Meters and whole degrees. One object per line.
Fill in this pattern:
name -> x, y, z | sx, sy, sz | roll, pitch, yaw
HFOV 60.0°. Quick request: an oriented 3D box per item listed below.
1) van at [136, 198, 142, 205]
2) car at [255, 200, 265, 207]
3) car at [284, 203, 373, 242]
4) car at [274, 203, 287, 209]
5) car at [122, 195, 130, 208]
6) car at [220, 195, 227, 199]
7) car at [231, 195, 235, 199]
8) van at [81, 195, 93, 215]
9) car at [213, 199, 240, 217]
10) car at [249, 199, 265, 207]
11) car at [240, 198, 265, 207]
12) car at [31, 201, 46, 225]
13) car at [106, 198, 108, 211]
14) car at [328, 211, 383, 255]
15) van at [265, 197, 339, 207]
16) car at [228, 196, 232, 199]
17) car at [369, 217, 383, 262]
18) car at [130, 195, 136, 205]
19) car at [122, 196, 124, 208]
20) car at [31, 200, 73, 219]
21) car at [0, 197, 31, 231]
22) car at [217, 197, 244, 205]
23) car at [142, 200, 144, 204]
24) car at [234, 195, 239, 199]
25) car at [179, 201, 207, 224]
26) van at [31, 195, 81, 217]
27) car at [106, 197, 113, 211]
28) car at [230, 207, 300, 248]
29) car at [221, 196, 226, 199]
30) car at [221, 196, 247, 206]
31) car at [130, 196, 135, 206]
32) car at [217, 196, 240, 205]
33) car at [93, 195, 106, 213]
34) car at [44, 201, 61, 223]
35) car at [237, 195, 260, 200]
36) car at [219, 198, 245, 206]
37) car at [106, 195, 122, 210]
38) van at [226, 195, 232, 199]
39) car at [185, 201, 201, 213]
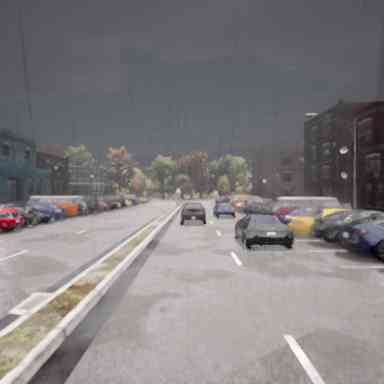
van -> -12.382, 1.635, 62.974 | 4.442, 1.987, 1.878 | 0, 0, 0
car -> 7.642, 1.572, 25.347 | 4.892, 1.521, 2.231 | 0, 0, 0
car -> 7.831, 1.529, 17.075 | 5.366, 1.575, 1.946 | 0, 0, 0
car -> 7.644, 1.584, 19.833 | 4.674, 1.452, 2.002 | 0, 0, 0
car -> -12.543, 1.490, 49.203 | 5.566, 2.045, 2.435 | 0, -1, 0
car -> 7.685, 1.521, 52.920 | 5.566, 2.045, 2.435 | 0, 0, 0
car -> 7.684, 1.555, 41.889 | 4.553, 1.767, 2.185 | 0, 0, 0
van -> -12.415, 1.379, 32.526 | 4.442, 1.987, 1.878 | 0, 0, 0
car -> 3.110, 1.683, 32.738 | 2.033, 1.411, 5.357 | 0, 0, 0
car -> 7.643, 1.588, 28.103 | 4.892, 1.521, 2.231 | 0, 0, 0
car -> 7.644, 1.623, 33.617 | 4.892, 1.521, 2.231 | 0, 0, 0
car -> -12.538, 1.538, 21.410 | 4.892, 1.521, 2.231 | 0, 0, 0
car -> -12.523, 1.686, 38.083 | 4.674, 1.452, 2.002 | 0, 0, 0
car -> 7.673, 1.540, 11.560 | 4.792, 1.488, 2.163 | 0, 0, 0
van -> 7.529, 1.331, 22.467 | 4.442, 1.987, 1.878 | 0, 0, 0
car -> 7.659, 1.703, 44.645 | 5.008, 1.535, 2.097 | 0, 0, 0
car -> 7.645, 1.541, 8.804 | 4.674, 1.452, 2.002 | 0, 0, 0
car -> -12.536, 1.691, 57.538 | 4.553, 1.767, 2.185 | 0, -1, 0
car -> -12.702, 1.713, 46.421 | 5.366, 1.575, 1.946 | 0, 0, 0
car -> -12.536, 1.608, 26.843 | 4.674, 1.452, 2.002 | 0, 0, 0
car -> -12.519, 1.270, 18.631 | 5.566, 2.045, 2.435 | 0, 0, 0
car -> 7.666, 1.871, 66.707 | 5.008, 1.535, 2.097 | 0, 0, 0
car -> -12.527, 1.751, 65.882 | 4.553, 1.767, 2.185 | 0, 0, 0
car -> 7.683, 1.534, 39.133 | 4.553, 1.767, 2.185 | 0, 0, 0
car -> 0.109, 1.598, 25.750 | 1.837, 1.490, 4.892 | 0, 0, 0
van -> -12.652, 1.361, 29.749 | 4.442, 1.987, 1.878 | 0, 0, 0
car -> -12.520, 1.708, 40.798 | 4.674, 1.452, 2.002 | 0, 0, 0
car -> 3.105, 1.607, 15.012 | 1.994, 1.385, 4.181 | 0, 0, 0
car -> 7.470, 1.746, 50.160 | 5.366, 1.575, 1.946 | 0, 0, 0
car -> 7.628, 1.712, 61.194 | 4.553, 1.767, 2.185 | 0, 0, 0
car -> -12.503, 1.791, 54.633 | 5.008, 1.535, 2.097 | 0, -1, 0
car -> 7.630, 1.758, 69.470 | 4.553, 1.767, 2.185 | 0, 0, 0
car -> -12.557, 1.374, 35.307 | 5.566, 2.045, 2.435 | 0, 0, 0
car -> -12.511, 1.581, 24.188 | 4.792, 1.488, 2.163 | 0, 0, 0
car -> 7.620, 1.514, 36.375 | 4.553, 1.767, 2.185 | 0, 0, 0
car -> 7.657, 1.895, 63.951 | 4.674, 1.452, 2.002 | 0, 0, 0
car -> -12.492, 1.440, 43.518 | 5.566, 2.045, 2.435 | 0, 0, 0
van -> 7.538, 1.500, 47.405 | 4.442, 1.987, 1.878 | 0, 0, 0
car -> 0.114, 1.801, 41.809 | 1.895, 1.301, 4.718 | 0, 0, 0
